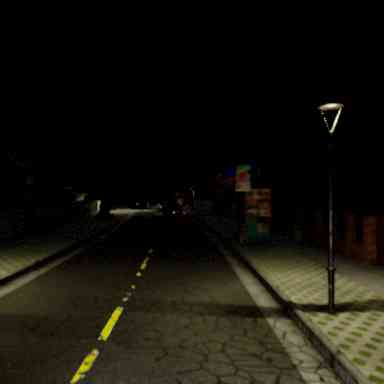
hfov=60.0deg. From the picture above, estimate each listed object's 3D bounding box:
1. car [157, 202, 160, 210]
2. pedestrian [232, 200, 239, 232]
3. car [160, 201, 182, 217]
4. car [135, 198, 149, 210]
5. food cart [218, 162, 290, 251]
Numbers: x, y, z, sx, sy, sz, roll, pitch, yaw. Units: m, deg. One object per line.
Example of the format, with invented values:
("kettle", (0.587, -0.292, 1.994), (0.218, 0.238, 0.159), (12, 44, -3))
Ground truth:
("car", (-3.934, 1.985, 48.052), (2.033, 1.411, 5.357), (0, -1, -12))
("pedestrian", (2.447, 1.321, 18.418), (0.375, 1.860, 0.375), (0, 0, -12))
("car", (-2.131, 1.808, 35.471), (1.837, 1.490, 4.892), (0, -1, -8))
("car", (-7.883, 1.844, 52.335), (2.097, 1.767, 4.553), (0, -1, -11))
("food cart", (2.663, 0.586, 15.652), (2.280, 3.560, 4.660), (0, 0, -3))
